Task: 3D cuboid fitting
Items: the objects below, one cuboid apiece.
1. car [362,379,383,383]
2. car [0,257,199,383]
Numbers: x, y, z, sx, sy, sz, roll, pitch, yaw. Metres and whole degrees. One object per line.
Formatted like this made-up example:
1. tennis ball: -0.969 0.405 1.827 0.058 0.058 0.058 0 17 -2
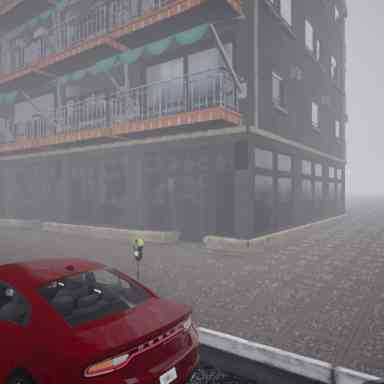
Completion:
1. car: 2.561 1.566 1.052 4.313 1.339 1.947 0 0 35
2. car: -2.031 1.545 4.320 4.507 1.381 1.887 0 0 35
